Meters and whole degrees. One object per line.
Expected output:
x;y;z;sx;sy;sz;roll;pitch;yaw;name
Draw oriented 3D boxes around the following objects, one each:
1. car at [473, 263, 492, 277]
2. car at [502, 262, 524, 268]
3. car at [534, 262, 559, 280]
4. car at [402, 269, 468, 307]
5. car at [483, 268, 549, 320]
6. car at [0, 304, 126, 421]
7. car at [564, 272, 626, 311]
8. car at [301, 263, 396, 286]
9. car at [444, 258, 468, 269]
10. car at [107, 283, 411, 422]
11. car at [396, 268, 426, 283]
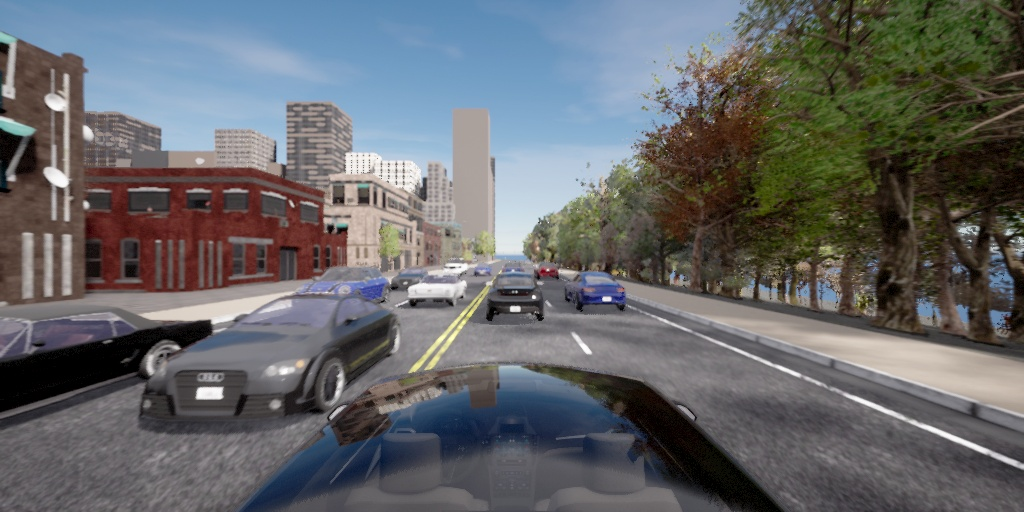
-3.271;1.567;41.273;1.812;1.442;4.674;0;-1;0;car
0.095;1.338;33.661;2.097;1.767;4.553;0;-1;0;car
3.344;1.351;35.530;2.097;1.767;4.553;0;-1;0;car
-3.259;1.460;16.397;1.895;1.301;4.718;0;0;0;car
0.098;1.340;13.058;1.837;1.490;4.892;0;0;0;car
-6.581;1.372;4.531;1.895;1.301;4.718;0;0;0;car
3.348;1.374;14.965;1.812;1.442;4.674;0;0;0;car
-6.529;1.195;14.213;2.097;1.767;4.553;0;0;0;car
-6.511;1.266;42.074;2.150;2.045;5.566;0;-1;0;car
-3.328;1.346;5.946;1.994;1.385;4.181;0;0;0;car
-6.505;1.479;23.891;1.994;1.385;4.181;0;0;0;car
